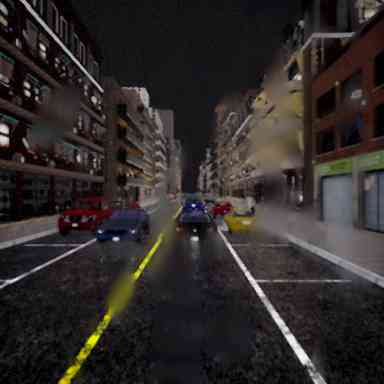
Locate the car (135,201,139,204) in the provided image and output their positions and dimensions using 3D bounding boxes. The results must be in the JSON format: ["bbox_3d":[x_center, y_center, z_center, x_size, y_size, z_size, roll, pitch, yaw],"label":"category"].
[{"bbox_3d":[-5.647,1.478,29.855,1.887,1.381,4.507,0,0,0],"label":"car"}]

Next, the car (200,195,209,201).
[{"bbox_3d":[2.800,1.355,75.098,1.752,1.417,4.829,0,0,0],"label":"car"}]

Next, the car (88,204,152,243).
[{"bbox_3d":[-3.071,1.512,16.114,2.033,1.411,5.357,0,0,0],"label":"car"}]

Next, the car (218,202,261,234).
[{"bbox_3d":[2.717,1.485,18.736,1.752,1.417,4.829,0,0,0],"label":"car"}]

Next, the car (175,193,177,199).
[{"bbox_3d":[-5.565,1.347,86.217,1.887,1.381,4.507,0,0,0],"label":"car"}]

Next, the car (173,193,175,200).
[{"bbox_3d":[-5.582,1.380,74.944,2.008,1.369,4.403,0,0,0],"label":"car"}]

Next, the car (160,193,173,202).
[{"bbox_3d":[-5.590,1.393,69.307,2.008,1.369,4.403,0,0,0],"label":"car"}]

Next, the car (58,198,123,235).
[{"bbox_3d":[-5.662,1.274,18.582,2.192,1.841,5.009,0,0,0],"label":"car"}]

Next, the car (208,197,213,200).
[{"bbox_3d":[2.766,1.434,52.383,2.008,1.369,4.403,0,0,0],"label":"car"}]

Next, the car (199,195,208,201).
[{"bbox_3d":[2.807,1.383,80.564,1.947,1.339,4.313,0,0,0],"label":"car"}]

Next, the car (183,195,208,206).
[{"bbox_3d":[0.146,1.280,32.524,2.097,1.767,4.553,0,0,0],"label":"car"}]

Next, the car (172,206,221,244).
[{"bbox_3d":[0.121,1.567,15.518,1.895,1.301,4.718,0,0,0],"label":"car"}]

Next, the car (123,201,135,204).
[{"bbox_3d":[-5.655,1.386,24.218,1.967,1.590,4.097,0,0,0],"label":"car"}]

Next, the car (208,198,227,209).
[{"bbox_3d":[2.733,1.480,29.839,1.887,1.381,4.507,0,0,0],"label":"car"}]

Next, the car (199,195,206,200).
[{"bbox_3d":[2.823,1.372,91.837,1.802,1.307,4.206,0,0,0],"label":"car"}]
